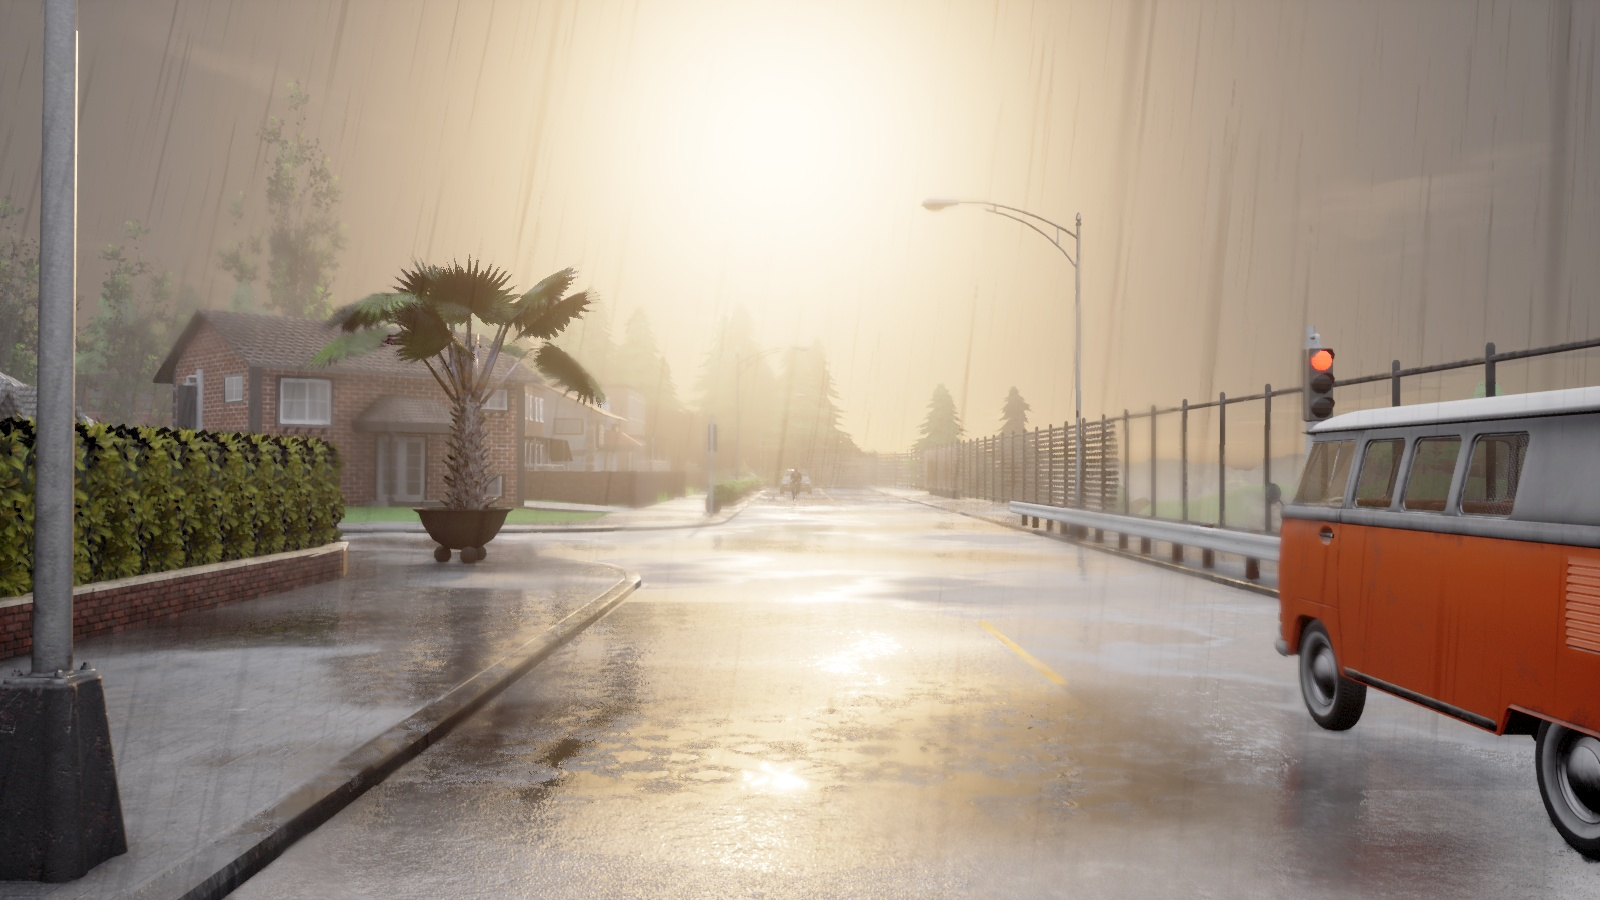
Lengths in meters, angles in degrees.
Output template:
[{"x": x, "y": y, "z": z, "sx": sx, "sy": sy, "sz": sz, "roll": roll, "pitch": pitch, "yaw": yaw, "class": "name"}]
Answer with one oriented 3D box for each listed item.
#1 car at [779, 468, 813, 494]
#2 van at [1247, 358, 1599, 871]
[{"x": -0.255, "y": 2.095, "z": 85.701, "sx": 2.242, "sy": 1.667, "sz": 4.611, "roll": 0, "pitch": -1, "yaw": 0, "class": "car"}, {"x": 3.981, "y": 0.659, "z": 6.434, "sx": 1.775, "sy": 1.987, "sz": 4.442, "roll": 0, "pitch": -1, "yaw": 0, "class": "van"}]
